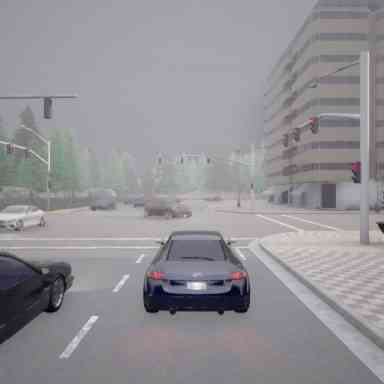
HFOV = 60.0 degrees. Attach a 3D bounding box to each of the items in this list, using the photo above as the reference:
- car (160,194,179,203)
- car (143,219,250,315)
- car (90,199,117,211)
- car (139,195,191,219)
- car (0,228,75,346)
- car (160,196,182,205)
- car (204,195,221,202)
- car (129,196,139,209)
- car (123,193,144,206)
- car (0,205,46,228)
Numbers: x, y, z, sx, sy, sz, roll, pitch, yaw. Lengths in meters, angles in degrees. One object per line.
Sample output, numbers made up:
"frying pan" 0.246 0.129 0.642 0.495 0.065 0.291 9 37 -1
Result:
"car" -4.653 1.355 69.388 2.097 1.767 4.553 0 0 27
"car" 0.092 1.564 7.656 1.994 1.385 4.181 0 0 0
"car" -10.561 1.547 40.084 2.033 1.411 5.357 0 0 3
"car" -2.158 1.373 28.652 4.553 1.767 2.097 0 0 45
"car" -3.427 1.547 4.622 2.033 1.411 5.357 0 0 0
"car" -3.904 1.547 62.576 2.033 1.411 5.357 0 0 22
"car" 4.695 1.477 75.982 1.882 1.535 5.008 0 0 42
"car" -6.874 1.601 46.031 1.895 1.301 4.718 0 0 2
"car" -9.507 1.222 55.626 2.150 2.045 5.566 0 0 11
"car" -10.572 1.535 20.299 1.812 1.442 4.674 0 0 0
